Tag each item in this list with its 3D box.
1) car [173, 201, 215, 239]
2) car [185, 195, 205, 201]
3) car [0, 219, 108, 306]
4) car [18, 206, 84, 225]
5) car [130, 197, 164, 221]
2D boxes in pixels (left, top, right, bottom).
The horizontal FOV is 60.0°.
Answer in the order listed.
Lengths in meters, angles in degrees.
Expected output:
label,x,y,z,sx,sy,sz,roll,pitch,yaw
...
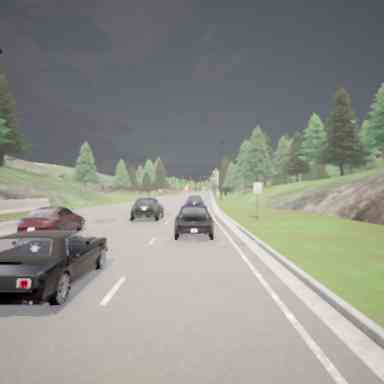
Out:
label,x,y,z,sx,sy,sz,roll,pitch,yaw
car,0.094,1.406,16.815,1.837,1.490,4.892,0,0,0
car,0.343,1.139,36.436,2.097,1.767,4.553,0,0,2
car,-3.403,1.554,7.829,1.895,1.301,4.718,0,0,0
car,-6.905,1.427,16.636,1.812,1.442,4.674,0,0,0
car,-3.382,1.201,25.746,2.097,1.767,4.553,0,0,0
